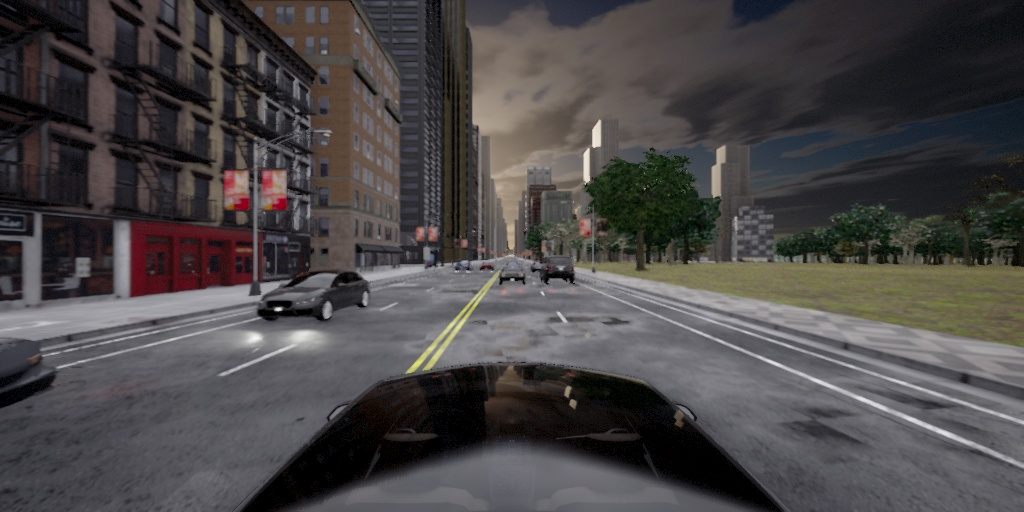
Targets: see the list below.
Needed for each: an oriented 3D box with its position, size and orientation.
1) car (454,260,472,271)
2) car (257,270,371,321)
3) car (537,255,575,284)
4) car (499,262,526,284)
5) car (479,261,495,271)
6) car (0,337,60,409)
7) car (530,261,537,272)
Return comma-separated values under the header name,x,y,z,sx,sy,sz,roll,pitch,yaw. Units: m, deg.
name,x,y,z,sx,sy,sz,roll,pitch,yaw
car,-6.556,1.280,48.840,1.812,1.442,4.674,0,0,0
car,-6.581,1.256,12.544,1.837,1.490,4.892,0,0,0
car,3.351,0.973,27.168,2.150,2.045,5.566,0,0,0
car,0.046,1.351,26.734,1.895,1.301,4.718,0,0,0
car,-3.312,1.355,48.368,1.895,1.301,4.718,0,0,0
car,-6.598,1.299,2.003,2.033,1.411,5.357,0,0,0
car,3.338,1.316,44.869,1.994,1.385,4.181,0,0,0
